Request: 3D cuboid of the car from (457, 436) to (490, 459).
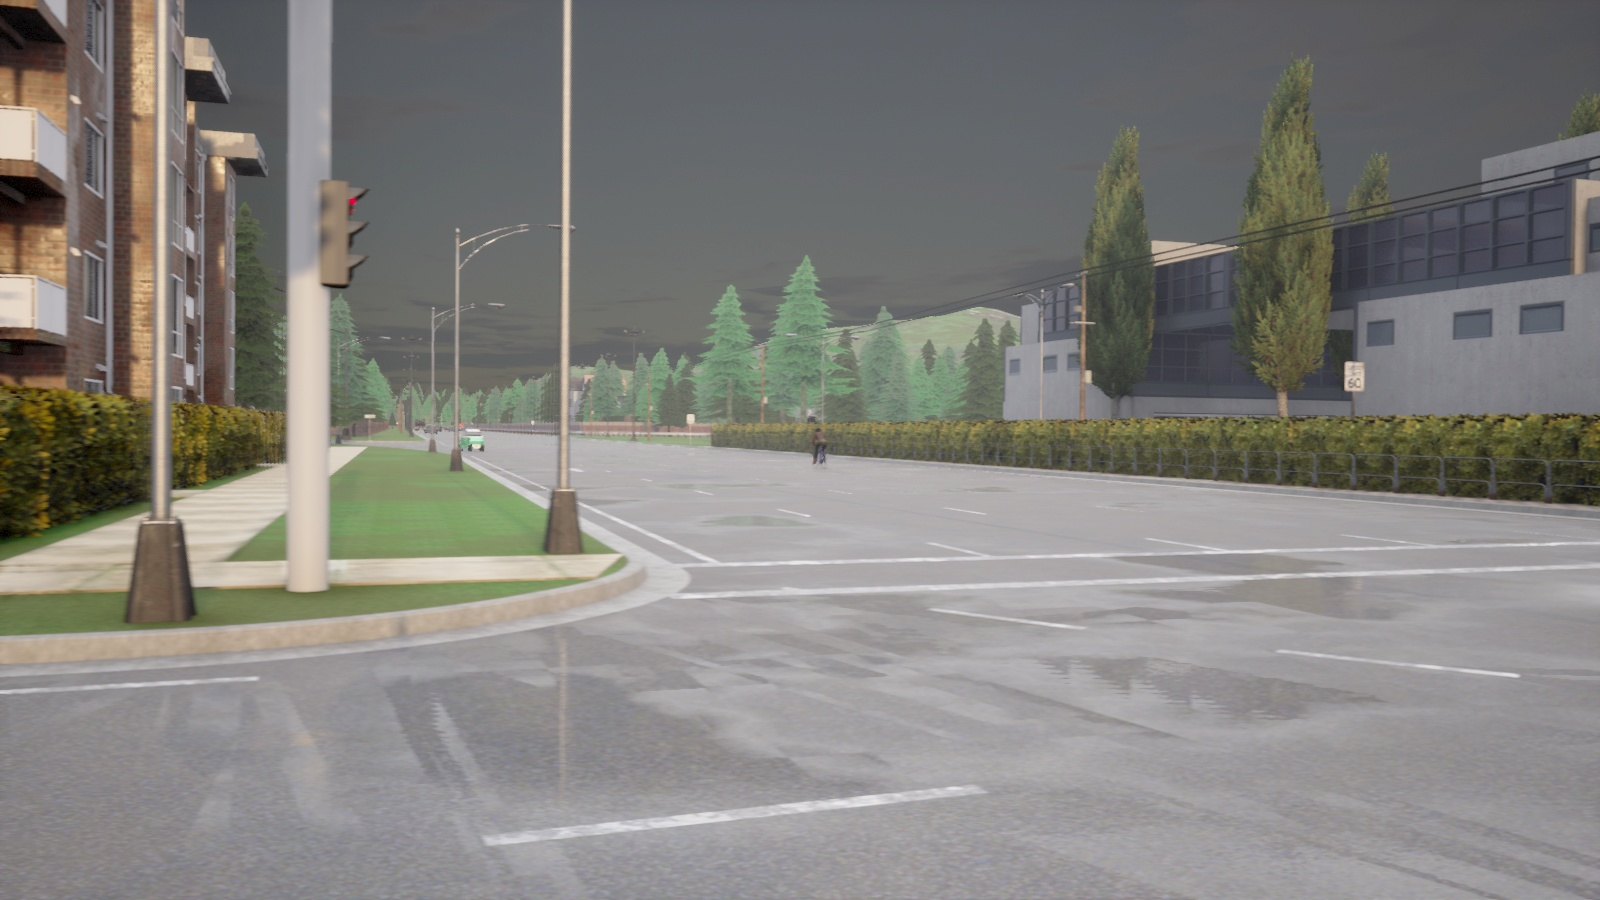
[{"bbox_3d":[-19.800,-0.166,76.109,1.481,1.376,2.207,-1,1,-26],"label":"car"}]
